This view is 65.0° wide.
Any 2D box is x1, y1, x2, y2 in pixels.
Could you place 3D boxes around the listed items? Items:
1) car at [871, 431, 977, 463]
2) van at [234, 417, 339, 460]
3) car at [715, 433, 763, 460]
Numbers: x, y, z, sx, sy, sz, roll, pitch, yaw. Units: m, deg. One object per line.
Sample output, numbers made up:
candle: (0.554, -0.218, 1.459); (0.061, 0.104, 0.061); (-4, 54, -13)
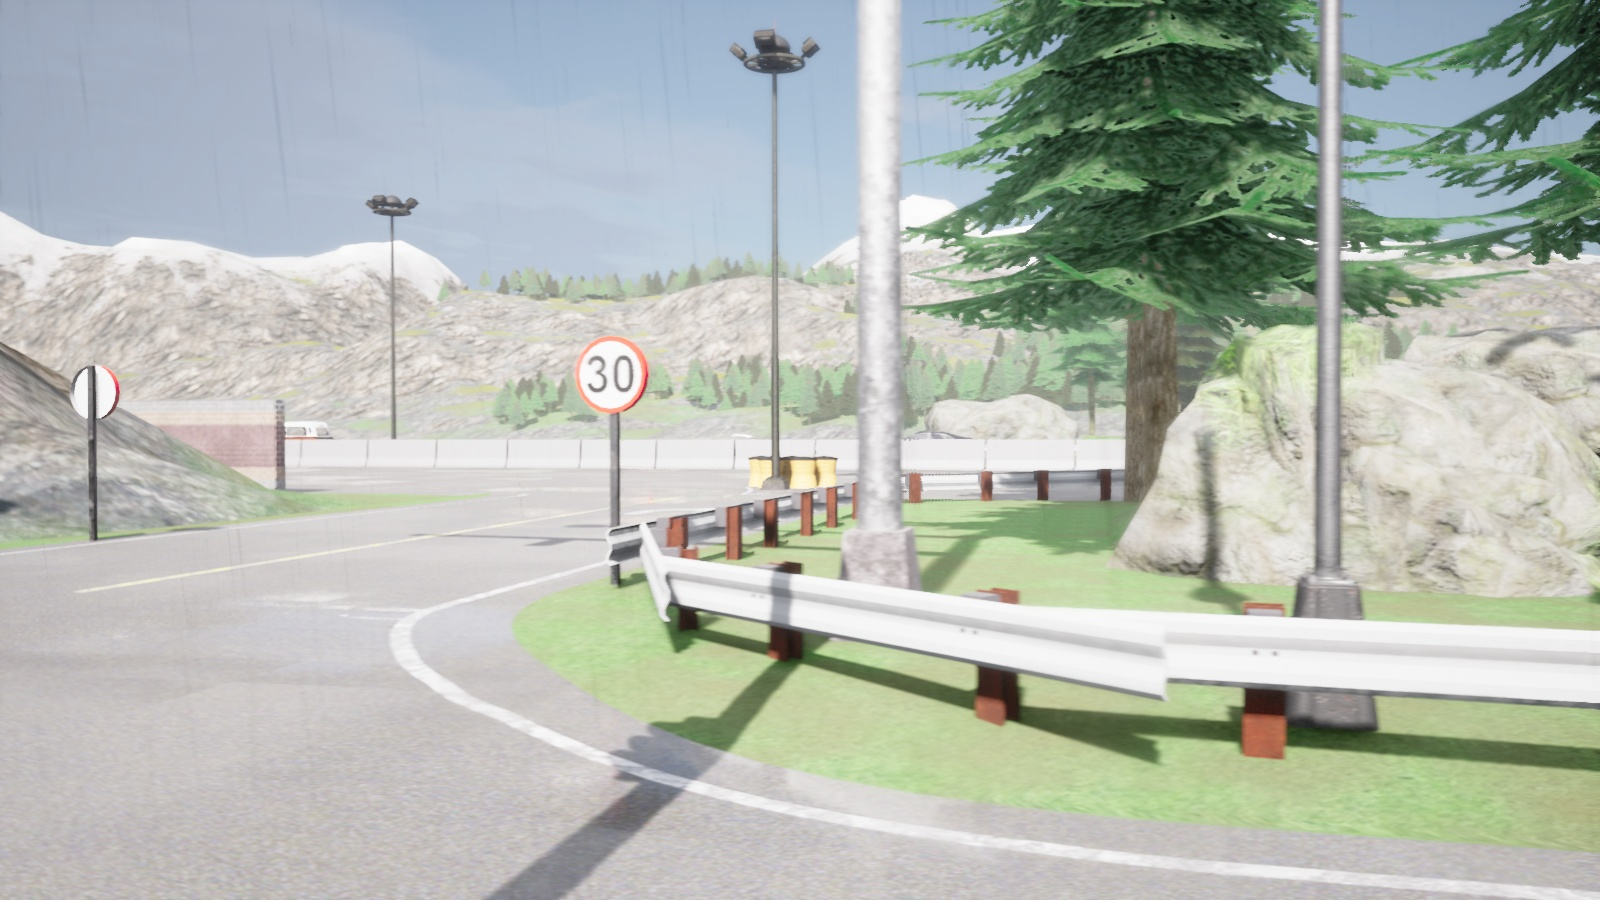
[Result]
car: (6.089, -0.164, 61.476); (4.902, 1.511, 2.128); (1, 1, 14)
van: (-25.398, -0.584, 62.165); (4.480, 2.038, 2.069); (1, 1, 14)
car: (-3.270, -0.214, 67.437); (2.207, 1.376, 1.481); (1, 1, 14)
